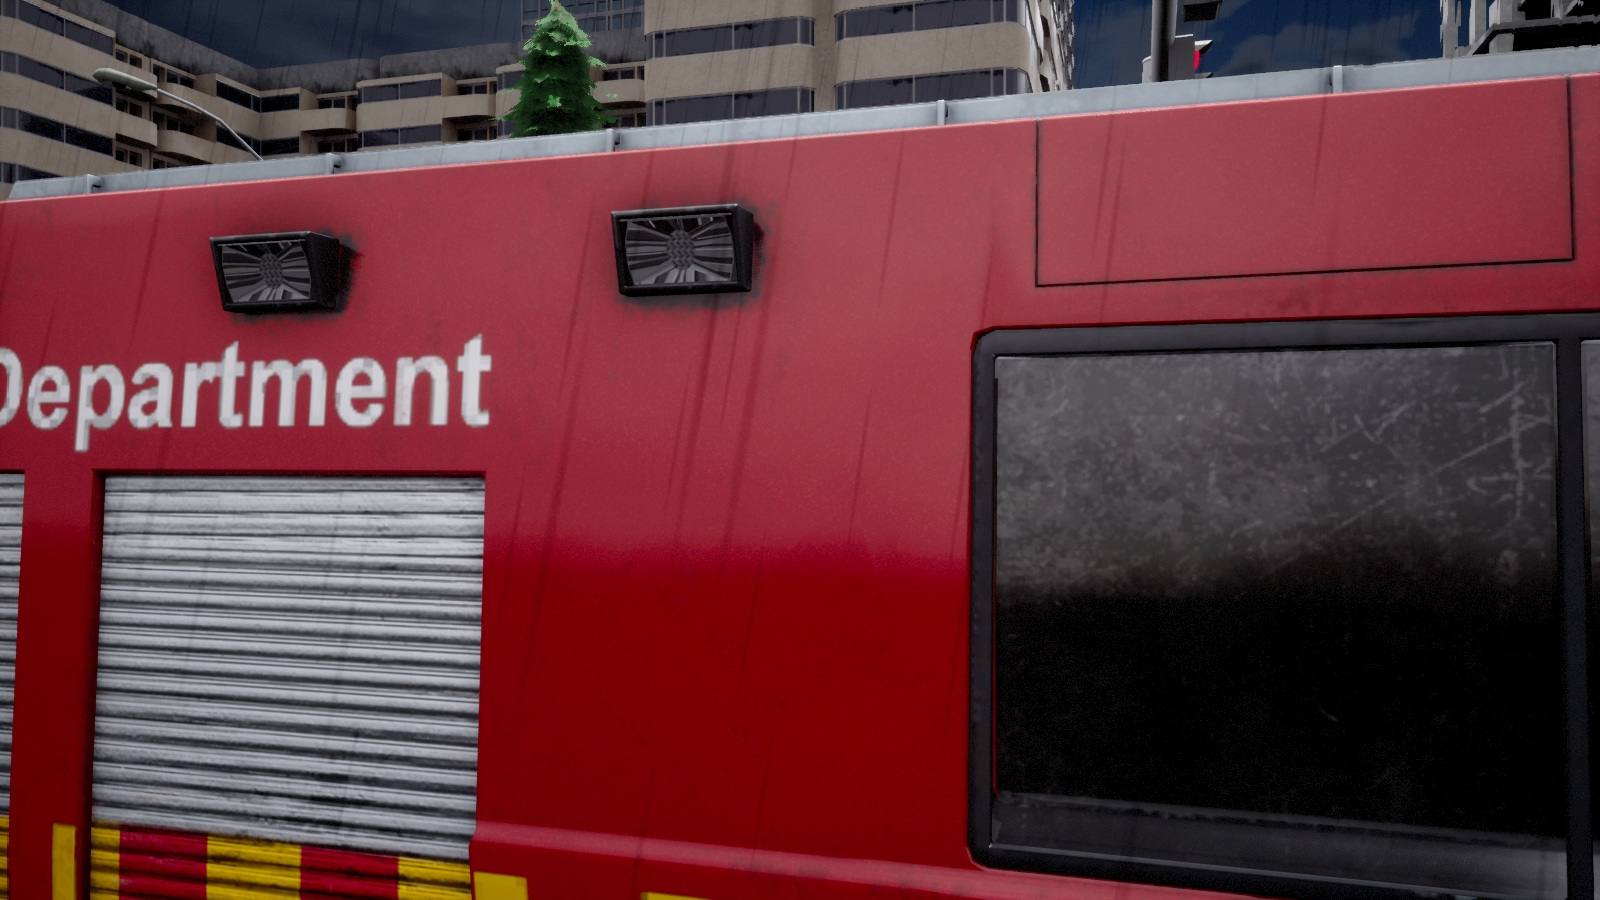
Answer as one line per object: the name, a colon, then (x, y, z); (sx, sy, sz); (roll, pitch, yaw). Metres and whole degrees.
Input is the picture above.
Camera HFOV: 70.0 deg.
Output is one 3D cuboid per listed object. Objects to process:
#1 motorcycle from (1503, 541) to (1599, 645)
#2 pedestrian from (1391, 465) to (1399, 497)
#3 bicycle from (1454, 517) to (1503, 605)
motorcycle: (11.678, 2.155, 17.664); (0.764, 1.307, 2.356); (0, 0, 16)
pedestrian: (34.894, 1.835, 67.017); (0.375, 1.860, 0.375); (0, 0, 16)
bicycle: (12.788, 2.060, 21.569); (0.329, 1.471, 1.835); (0, 0, 16)
